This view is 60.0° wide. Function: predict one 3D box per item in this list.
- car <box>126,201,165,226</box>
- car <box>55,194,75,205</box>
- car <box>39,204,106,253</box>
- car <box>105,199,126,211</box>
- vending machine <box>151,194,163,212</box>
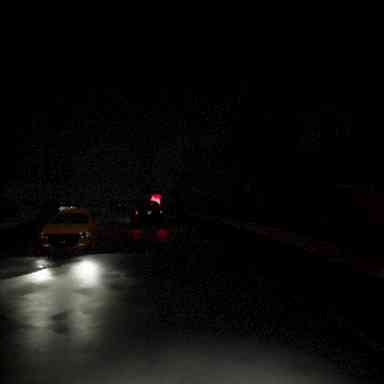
[{"bbox_3d":[-3.294,1.388,23.742,2.097,1.767,4.553,0,0,-14],"label":"car"},{"bbox_3d":[-20.930,1.343,54.609,2.150,2.045,5.566,0,0,-32],"label":"car"},{"bbox_3d":[-5.002,1.509,14.246,1.882,1.535,5.008,0,0,-10],"label":"car"},{"bbox_3d":[-9.510,1.622,41.342,2.033,1.411,5.357,0,0,-24],"label":"car"},{"bbox_3d":[-4.083,1.251,38.602,1.100,2.100,0.880,0,0,-22],"label":"vending machine"}]
